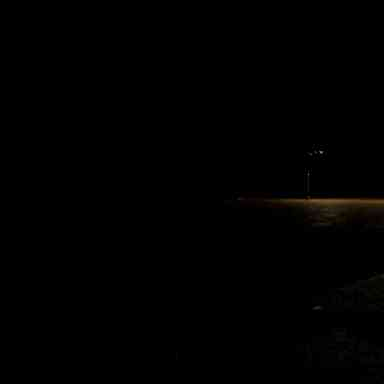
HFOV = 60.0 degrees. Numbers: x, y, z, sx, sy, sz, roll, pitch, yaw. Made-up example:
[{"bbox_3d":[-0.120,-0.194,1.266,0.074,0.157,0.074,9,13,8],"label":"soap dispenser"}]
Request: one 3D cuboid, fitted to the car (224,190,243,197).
[{"bbox_3d":[8.729,0.302,69.471,1.994,1.385,4.181,1,-1,-36],"label":"car"}]
